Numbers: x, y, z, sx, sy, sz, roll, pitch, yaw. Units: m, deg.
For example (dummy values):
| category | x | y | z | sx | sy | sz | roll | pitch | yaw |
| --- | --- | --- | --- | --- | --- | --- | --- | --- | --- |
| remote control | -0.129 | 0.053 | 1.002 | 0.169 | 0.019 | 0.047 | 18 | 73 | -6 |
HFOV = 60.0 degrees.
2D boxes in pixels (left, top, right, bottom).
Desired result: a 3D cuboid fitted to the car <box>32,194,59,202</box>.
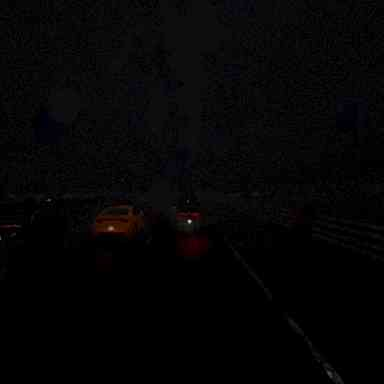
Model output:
| category | x | y | z | sx | sy | sz | roll | pitch | yaw |
| --- | --- | --- | --- | --- | --- | --- | --- | --- | --- |
| car | -21.782 | 1.231 | 50.533 | 2.097 | 1.767 | 4.553 | 0 | 0 | -1 |

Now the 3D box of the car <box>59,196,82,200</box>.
| category | x | y | z | sx | sy | sz | roll | pitch | yaw |
| --- | --- | --- | --- | --- | --- | --- | --- | --- | --- |
| car | -18.295 | 1.381 | 51.244 | 1.837 | 1.490 | 4.892 | 0 | 0 | -1 |

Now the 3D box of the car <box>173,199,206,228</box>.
| category | x | y | z | sx | sy | sz | roll | pitch | yaw |
| --- | --- | --- | --- | --- | --- | --- | --- | --- | --- |
| car | -0.178 | 1.461 | 21.807 | 1.837 | 1.490 | 4.892 | 0 | 0 | -1 |

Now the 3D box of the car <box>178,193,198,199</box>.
| category | x | y | z | sx | sy | sz | roll | pitch | yaw |
| --- | --- | --- | --- | --- | --- | --- | --- | --- | --- |
| car | -0.450 | 1.129 | 39.986 | 2.150 | 2.045 | 5.566 | 0 | 0 | -1 |

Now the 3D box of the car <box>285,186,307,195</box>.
| category | x | y | z | sx | sy | sz | roll | pitch | yaw |
| --- | --- | --- | --- | --- | --- | --- | --- | --- | --- |
| car | 21.799 | -0.087 | 69.973 | 2.150 | 2.045 | 5.566 | 0 | -3 | -15 |

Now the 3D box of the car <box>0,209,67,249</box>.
| category | x | y | z | sx | sy | sz | roll | pitch | yaw |
| --- | --- | --- | --- | --- | --- | --- | --- | --- | --- |
| car | -7.074 | 1.467 | 14.519 | 2.128 | 1.511 | 4.902 | 0 | 0 | -1 |

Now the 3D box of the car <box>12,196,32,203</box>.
| category | x | y | z | sx | sy | sz | roll | pitch | yaw |
| --- | --- | --- | --- | --- | --- | --- | --- | --- | --- |
| car | -25.277 | 1.358 | 50.316 | 1.882 | 1.535 | 5.008 | 0 | 0 | 0 |

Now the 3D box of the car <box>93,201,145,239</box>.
| category | x | y | z | sx | sy | sz | roll | pitch | yaw |
| --- | --- | --- | --- | --- | --- | --- | --- | --- | --- |
| car | -3.611 | 1.446 | 17.148 | 1.882 | 1.535 | 5.008 | 0 | 0 | -1 |

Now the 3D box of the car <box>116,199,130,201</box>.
| category | x | y | z | sx | sy | sz | roll | pitch | yaw |
| --- | --- | --- | --- | --- | --- | --- | --- | --- | --- |
| car | -7.388 | 1.468 | 35.845 | 2.033 | 1.411 | 5.357 | 0 | 0 | -1 |
